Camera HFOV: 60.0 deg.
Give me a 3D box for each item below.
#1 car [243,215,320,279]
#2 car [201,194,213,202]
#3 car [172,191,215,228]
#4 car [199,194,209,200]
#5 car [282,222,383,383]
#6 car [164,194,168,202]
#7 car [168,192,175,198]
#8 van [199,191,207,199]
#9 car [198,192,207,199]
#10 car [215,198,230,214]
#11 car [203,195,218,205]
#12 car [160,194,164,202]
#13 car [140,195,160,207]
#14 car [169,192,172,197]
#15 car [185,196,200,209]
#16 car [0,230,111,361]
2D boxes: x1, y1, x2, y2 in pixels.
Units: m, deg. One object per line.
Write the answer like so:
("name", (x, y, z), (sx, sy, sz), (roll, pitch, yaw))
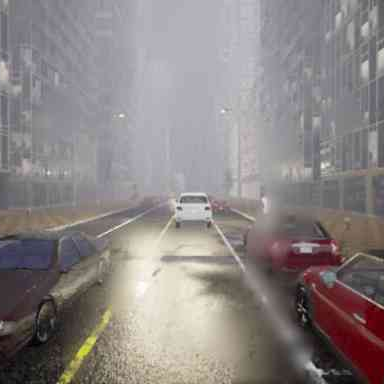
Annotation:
("car", (2.685, 1.377, 9.779), (1.967, 1.590, 4.097), (0, 0, 0))
("car", (2.658, 1.139, 61.010), (1.947, 1.339, 4.313), (0, 0, 0))
("car", (0.088, 1.084, 21.284), (2.150, 2.045, 5.566), (0, 0, 0))
("car", (2.652, 1.050, 72.393), (1.947, 1.339, 4.313), (0, 0, 0))
("car", (2.689, 1.413, 4.087), (1.967, 1.590, 4.097), (0, 0, 0))
("car", (-5.722, 1.118, 61.013), (1.887, 1.381, 4.507), (0, 0, 0))
("car", (-5.741, 0.822, 94.997), (1.752, 1.417, 4.829), (0, 0, 0))
("van", (2.649, 0.779, 78.085), (1.690, 1.788, 3.998), (0, 0, 0))
("car", (2.646, 0.831, 83.777), (1.967, 1.590, 4.097), (0, 0, 0))
("car", (2.673, 1.330, 32.549), (1.887, 1.381, 4.507), (0, 0, 0))
("car", (2.664, 1.225, 49.626), (1.947, 1.339, 4.313), (0, 0, 0))
("car", (-5.717, 1.242, 49.629), (1.802, 1.307, 4.206), (0, 0, 0))
("car", (-5.713, 1.247, 43.935), (1.887, 1.381, 4.507), (0, 0, 0))
("car", (-5.726, 1.095, 66.706), (1.947, 1.339, 4.313), (0, 0, 0))
("car", (0.069, 1.247, 41.398), (1.812, 1.442, 4.674), (0, 1, 0))
("car", (-3.005, 1.506, 6.474), (2.033, 1.411, 5.357), (0, 0, 0))
